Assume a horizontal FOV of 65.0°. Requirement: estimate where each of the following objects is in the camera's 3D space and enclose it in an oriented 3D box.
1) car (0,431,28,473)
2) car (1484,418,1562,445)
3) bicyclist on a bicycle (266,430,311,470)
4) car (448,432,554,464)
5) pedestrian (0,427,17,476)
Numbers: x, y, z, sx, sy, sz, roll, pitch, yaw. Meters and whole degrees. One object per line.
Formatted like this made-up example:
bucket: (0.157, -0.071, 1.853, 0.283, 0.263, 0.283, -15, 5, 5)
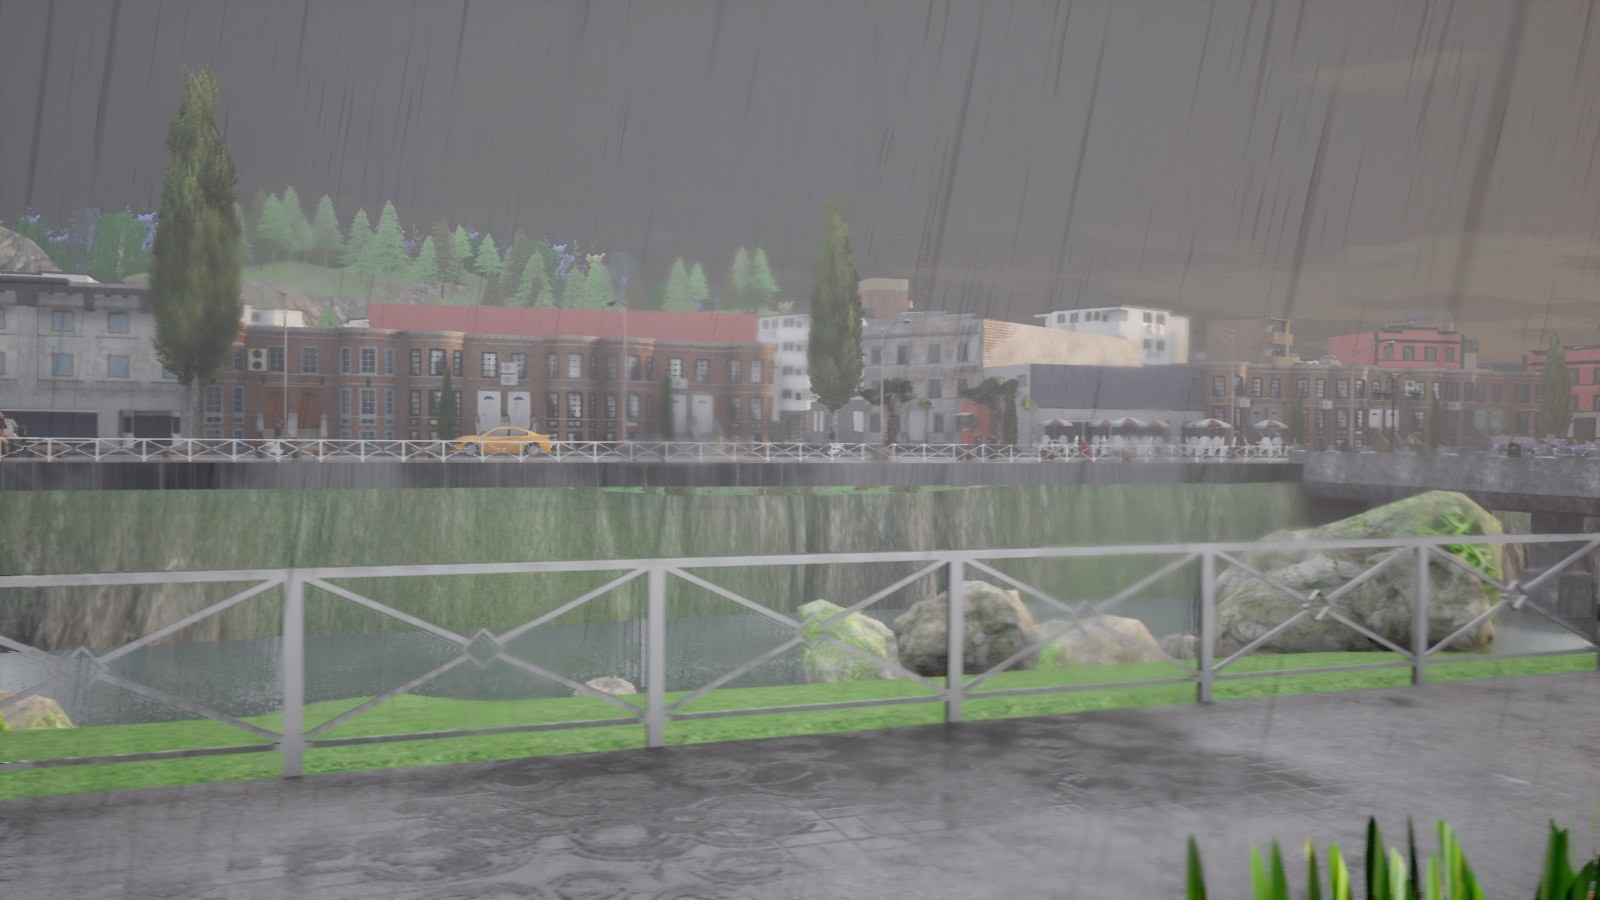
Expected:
car: (-37.081, 0.110, 55.640, 4.605, 1.855, 1.932, -1, 1, -21)
car: (48.255, -1.229, 83.790, 4.553, 1.767, 2.097, -1, 1, -21)
bicyclist on a bicycle: (-23.086, -0.004, 56.682, 1.843, 1.776, 0.659, -1, 1, -21)
car: (-15.237, -0.100, 63.944, 5.008, 1.535, 1.882, -1, 1, -21)
pedestrian: (-29.979, 0.063, 47.248, 0.694, 1.848, 0.540, -1, 1, -11)
